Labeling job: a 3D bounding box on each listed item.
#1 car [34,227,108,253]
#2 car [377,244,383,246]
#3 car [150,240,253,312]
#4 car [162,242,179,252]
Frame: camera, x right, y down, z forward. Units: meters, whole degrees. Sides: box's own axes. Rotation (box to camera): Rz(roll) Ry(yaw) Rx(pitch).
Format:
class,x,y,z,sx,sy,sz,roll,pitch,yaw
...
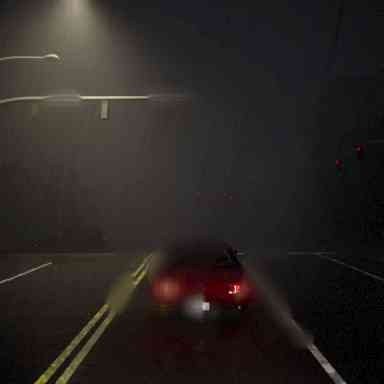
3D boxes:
class,x,y,z,sx,sy,sz,roll,pitch,yaw
car,-9.681,3.888,26.965,5.566,2.045,2.150,3,-9,-17
car,17.321,4.594,26.728,4.902,1.511,2.128,4,-10,1
car,0.198,1.830,8.190,1.895,1.301,4.718,0,-2,1
car,-2.860,7.556,45.195,1.895,1.301,4.718,0,-10,1
